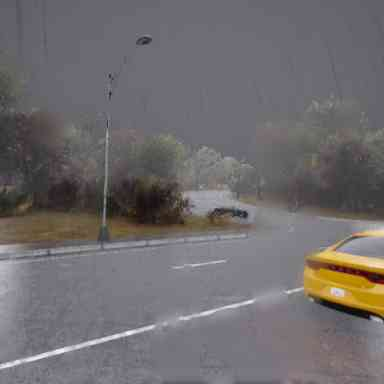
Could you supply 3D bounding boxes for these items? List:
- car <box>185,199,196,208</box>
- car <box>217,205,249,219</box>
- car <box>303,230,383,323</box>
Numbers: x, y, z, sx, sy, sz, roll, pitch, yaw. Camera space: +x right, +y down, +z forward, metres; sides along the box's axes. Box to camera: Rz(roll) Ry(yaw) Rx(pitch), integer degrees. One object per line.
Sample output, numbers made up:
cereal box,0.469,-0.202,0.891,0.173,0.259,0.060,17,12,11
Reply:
car,-0.688,1.698,51.498,1.837,1.490,4.892,2,2,-14
car,4.335,2.124,36.368,1.895,1.301,4.718,3,0,-22
car,4.431,1.539,6.915,5.008,1.535,1.882,1,-1,-35
